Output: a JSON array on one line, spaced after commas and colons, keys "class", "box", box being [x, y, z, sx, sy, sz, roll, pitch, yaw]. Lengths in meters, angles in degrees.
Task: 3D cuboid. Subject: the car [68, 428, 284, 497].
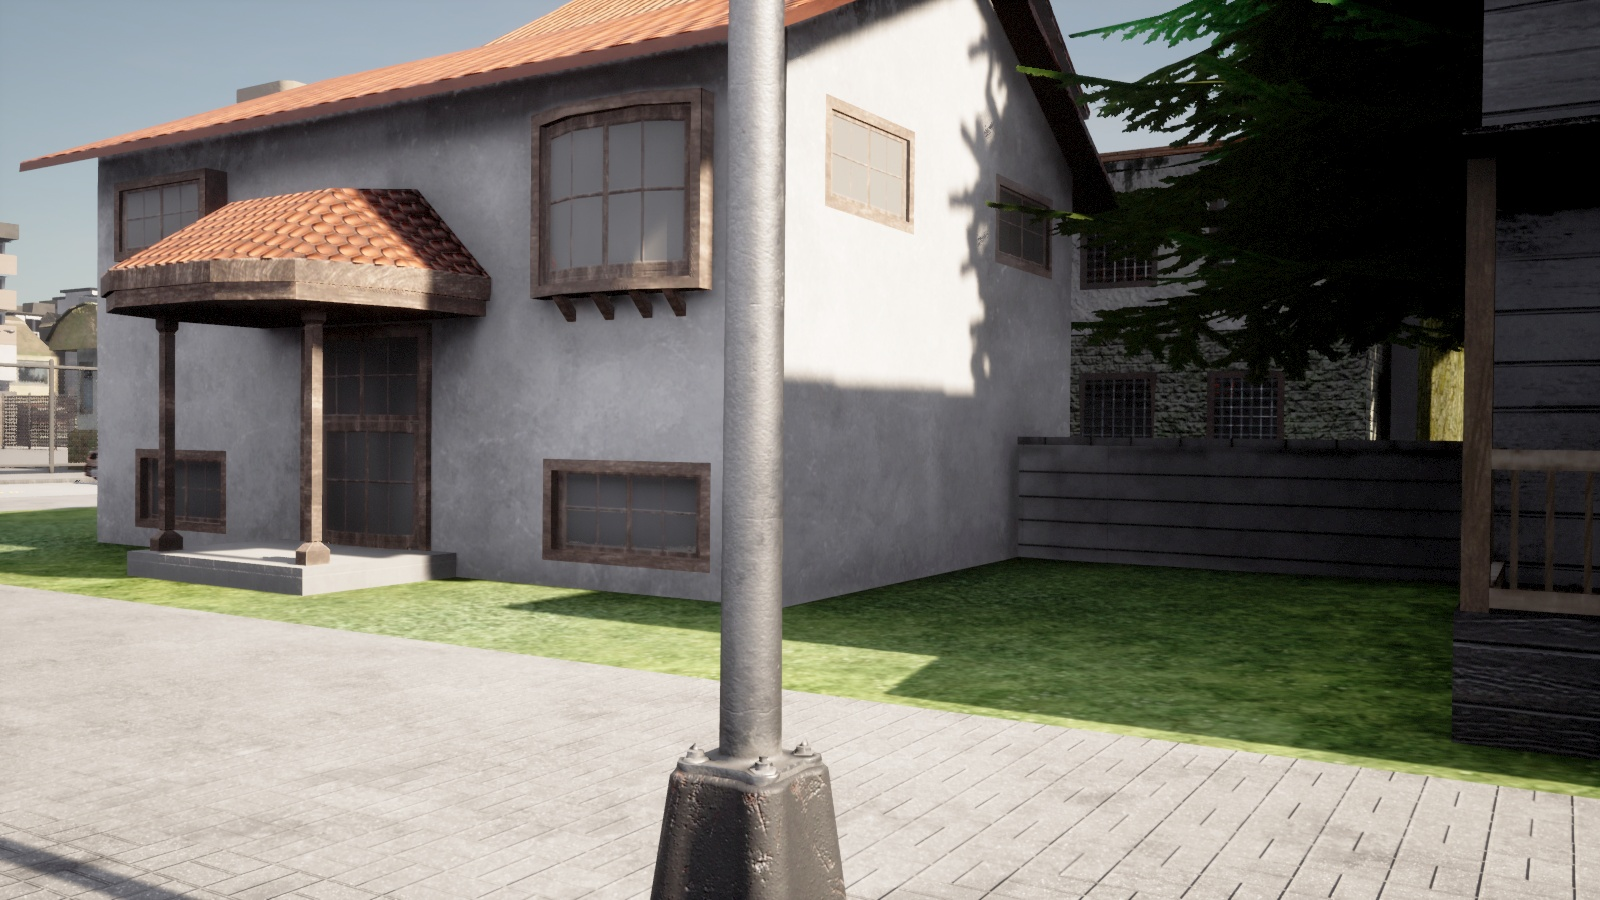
[{"class": "car", "box": [-16.418, 0.270, 33.278, 2.242, 1.667, 4.611, 0, 1, 31]}]
